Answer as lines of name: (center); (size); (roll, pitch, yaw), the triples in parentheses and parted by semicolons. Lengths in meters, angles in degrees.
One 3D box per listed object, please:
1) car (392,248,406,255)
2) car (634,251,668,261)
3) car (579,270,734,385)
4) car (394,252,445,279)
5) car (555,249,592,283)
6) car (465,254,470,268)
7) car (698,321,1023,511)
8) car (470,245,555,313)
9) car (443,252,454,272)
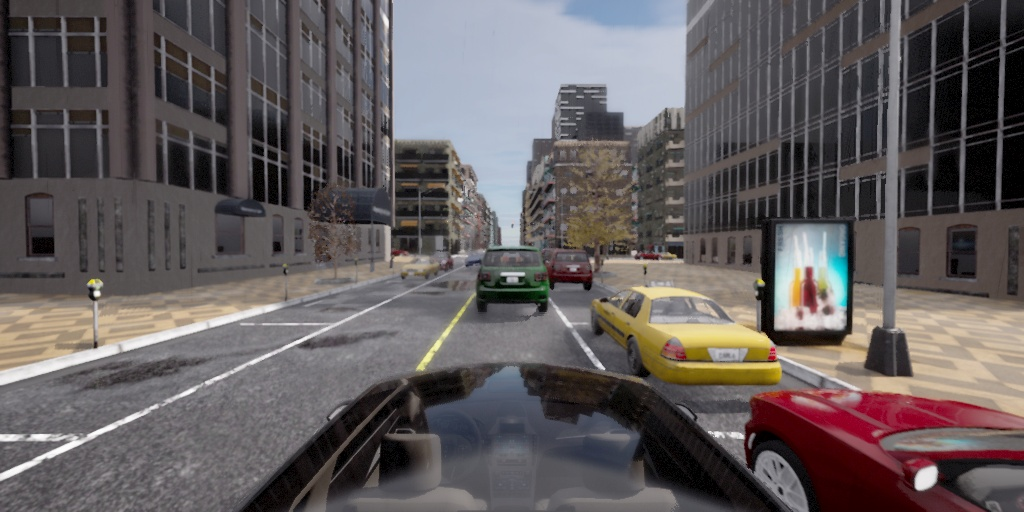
car: (-17.573, -0.522, 53.098); (4.507, 1.381, 1.888); (0, 0, -1)
car: (20.522, -0.042, 53.669); (4.097, 1.591, 1.967); (0, 0, -1)
car: (2.665, 1.129, 6.797); (1.751, 1.417, 4.829); (0, 0, 0)
car: (-5.816, 0.633, 23.078); (1.751, 1.417, 4.829); (0, 0, 0)
car: (2.597, 0.588, 17.741); (2.192, 1.841, 5.009); (0, 0, 0)
car: (-3.277, 0.341, 33.824); (2.033, 1.411, 5.357); (0, 2, 0)
car: (2.699, 1.314, 1.071); (1.888, 1.381, 4.507); (0, 0, 0)
car: (0.019, 0.654, 12.395); (2.150, 2.045, 5.566); (0, 2, 0)
car: (-5.851, 0.382, 28.805); (1.967, 1.591, 4.097); (0, 0, 0)
